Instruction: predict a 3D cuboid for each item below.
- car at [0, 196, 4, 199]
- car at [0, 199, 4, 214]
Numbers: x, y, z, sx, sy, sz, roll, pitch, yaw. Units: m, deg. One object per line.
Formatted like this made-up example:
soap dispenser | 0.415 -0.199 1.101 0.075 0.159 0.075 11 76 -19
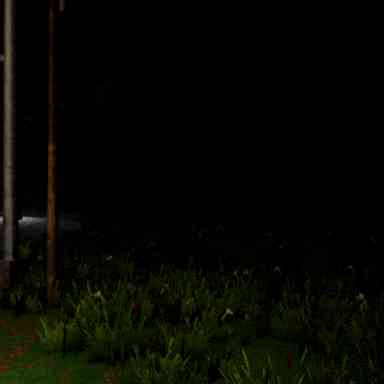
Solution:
car | -26.101 1.325 43.685 4.553 1.767 2.097 0 0 39
car | -18.282 1.574 31.369 1.895 1.301 4.718 0 0 -40
